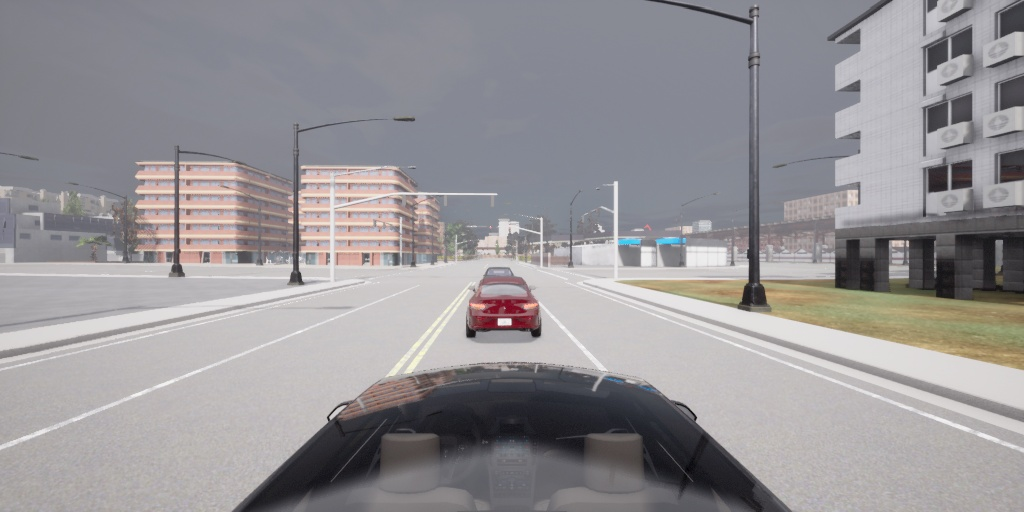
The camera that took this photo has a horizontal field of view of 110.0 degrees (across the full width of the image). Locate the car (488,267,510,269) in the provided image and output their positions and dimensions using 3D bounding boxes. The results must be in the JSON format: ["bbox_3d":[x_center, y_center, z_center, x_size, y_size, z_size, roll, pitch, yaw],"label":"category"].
[{"bbox_3d":[-0.720,1.297,19.706,2.033,1.411,5.357,0,0,-3],"label":"car"}]

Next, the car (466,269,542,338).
[{"bbox_3d":[-0.265,1.276,10.132,1.812,1.442,4.674,0,0,-3],"label":"car"}]
